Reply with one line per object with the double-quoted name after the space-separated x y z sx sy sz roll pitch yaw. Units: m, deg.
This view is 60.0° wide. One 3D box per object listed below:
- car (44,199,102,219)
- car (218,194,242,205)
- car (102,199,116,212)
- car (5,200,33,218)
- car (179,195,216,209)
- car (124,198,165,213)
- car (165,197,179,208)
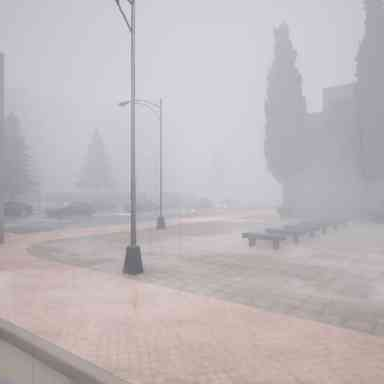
-10.781 1.526 29.754 1.812 1.442 4.674 0 0 37 "car"
6.269 1.568 57.466 1.994 1.385 4.181 0 0 38 "car"
-10.459 1.491 35.936 2.128 1.511 4.902 0 0 38 "car"
-16.246 1.505 28.512 1.837 1.490 4.892 0 0 39 "car"
0.871 1.504 44.873 1.837 1.490 4.892 0 0 38 "car"
-5.473 1.564 36.656 1.994 1.385 4.181 0 0 38 "car"
-3.527 1.506 44.910 1.837 1.490 4.892 0 0 38 "car"
